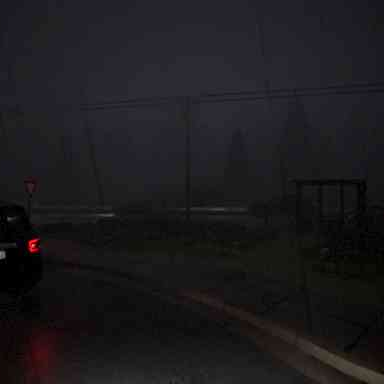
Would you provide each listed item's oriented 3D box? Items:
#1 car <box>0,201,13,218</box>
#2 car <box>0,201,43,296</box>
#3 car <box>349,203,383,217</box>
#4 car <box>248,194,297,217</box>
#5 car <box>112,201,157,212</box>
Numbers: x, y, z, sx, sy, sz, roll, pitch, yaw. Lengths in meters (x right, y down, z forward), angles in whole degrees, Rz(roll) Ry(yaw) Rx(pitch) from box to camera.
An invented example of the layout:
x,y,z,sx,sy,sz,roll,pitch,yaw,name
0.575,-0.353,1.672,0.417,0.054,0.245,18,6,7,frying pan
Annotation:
x,y,z,sx,sy,sz,roll,pitch,yaw,name
-18.339,1.556,29.857,4.181,1.385,1.994,0,0,29,car
-5.606,1.219,7.453,5.566,2.045,2.150,0,0,36,car
13.423,1.520,23.016,4.674,1.442,1.812,0,0,14,car
7.595,1.212,28.195,5.566,2.045,2.150,0,0,15,car
-5.414,1.556,31.376,4.181,1.385,1.994,0,0,14,car
